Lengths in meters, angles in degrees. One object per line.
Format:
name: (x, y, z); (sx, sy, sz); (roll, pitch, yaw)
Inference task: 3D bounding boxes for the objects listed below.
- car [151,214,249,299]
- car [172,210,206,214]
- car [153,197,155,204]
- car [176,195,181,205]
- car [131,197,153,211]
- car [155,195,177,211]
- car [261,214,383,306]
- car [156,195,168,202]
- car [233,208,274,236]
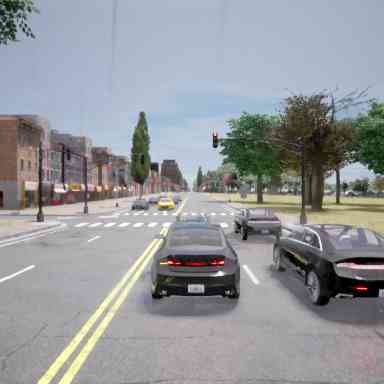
car: (0.080, 1.531, 8.506); (1.837, 1.490, 4.892); (0, 0, 0)
car: (0.048, 1.689, 17.811); (1.895, 1.301, 4.718); (0, 0, 0)
car: (-6.595, 1.555, 57.559); (2.033, 1.411, 5.357); (0, 1, 0)
car: (-3.345, 1.570, 57.467); (1.994, 1.385, 4.181); (0, 1, 0)
car: (-6.609, 1.676, 43.123); (1.994, 1.385, 4.181); (0, 0, 0)
car: (-3.357, 1.588, 43.702); (1.882, 1.535, 5.008); (0, 1, 1)
car: (3.328, 1.515, 8.065); (2.128, 1.511, 4.902); (0, 0, 0)
car: (-6.516, 1.392, 73.132); (2.128, 1.511, 4.902); (0, 0, 0)
car: (3.294, 1.577, 17.275); (2.128, 1.511, 4.902); (0, 0, 0)
